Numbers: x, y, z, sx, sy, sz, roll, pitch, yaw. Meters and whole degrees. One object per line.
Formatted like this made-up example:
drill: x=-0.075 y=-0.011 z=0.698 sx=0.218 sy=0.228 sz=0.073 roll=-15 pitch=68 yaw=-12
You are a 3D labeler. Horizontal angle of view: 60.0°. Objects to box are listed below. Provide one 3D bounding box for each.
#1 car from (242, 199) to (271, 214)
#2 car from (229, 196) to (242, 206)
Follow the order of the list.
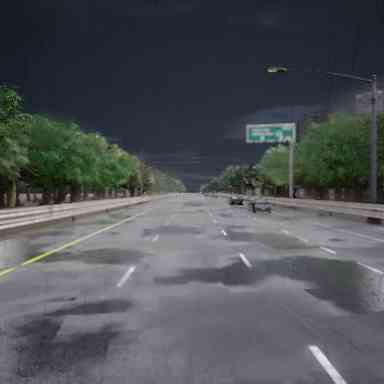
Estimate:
car: x=7.066 y=1.471 z=35.290 sx=2.128 sy=1.511 sz=4.902 roll=0 pitch=0 yaw=0
car: x=7.133 y=1.453 z=54.555 sx=1.882 sy=1.535 sz=5.008 roll=0 pitch=0 yaw=0
